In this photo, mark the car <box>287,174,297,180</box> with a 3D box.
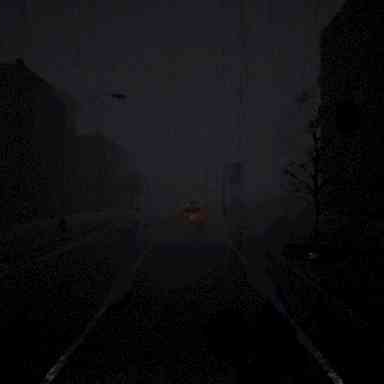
[{"bbox_3d":[22.959,-3.298,72.009,2.185,1.767,4.553,0,1,-5],"label":"car"}]

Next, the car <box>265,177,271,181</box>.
[{"bbox_3d":[21.915,-3.356,88.595,2.231,1.521,4.892,0,0,-1],"label":"car"}]

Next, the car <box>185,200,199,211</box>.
[{"bbox_3d":[0.031,1.918,49.395,2.033,1.411,5.357,0,-1,0],"label":"car"}]

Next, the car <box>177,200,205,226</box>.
[{"bbox_3d":[0.028,1.657,24.677,1.801,1.575,5.366,0,0,0],"label":"car"}]

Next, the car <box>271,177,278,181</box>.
[{"bbox_3d":[22.145,-3.258,83.052,2.002,1.452,4.674,0,1,-2],"label":"car"}]

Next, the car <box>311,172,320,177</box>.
[{"bbox_3d":[24.274,-3.004,60.842,2.002,1.452,4.674,0,1,-7],"label":"car"}]

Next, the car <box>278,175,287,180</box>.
[{"bbox_3d":[22.494,-3.235,77.515,2.097,1.535,5.008,0,1,-4],"label":"car"}]

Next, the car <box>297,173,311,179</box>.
[{"bbox_3d":[23.575,-3.077,66.316,2.163,1.488,4.792,0,1,-6],"label":"car"}]

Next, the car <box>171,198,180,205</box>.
[{"bbox_3d":[-3.550,2.102,71.912,2.128,1.511,4.902,0,-1,-2],"label":"car"}]
